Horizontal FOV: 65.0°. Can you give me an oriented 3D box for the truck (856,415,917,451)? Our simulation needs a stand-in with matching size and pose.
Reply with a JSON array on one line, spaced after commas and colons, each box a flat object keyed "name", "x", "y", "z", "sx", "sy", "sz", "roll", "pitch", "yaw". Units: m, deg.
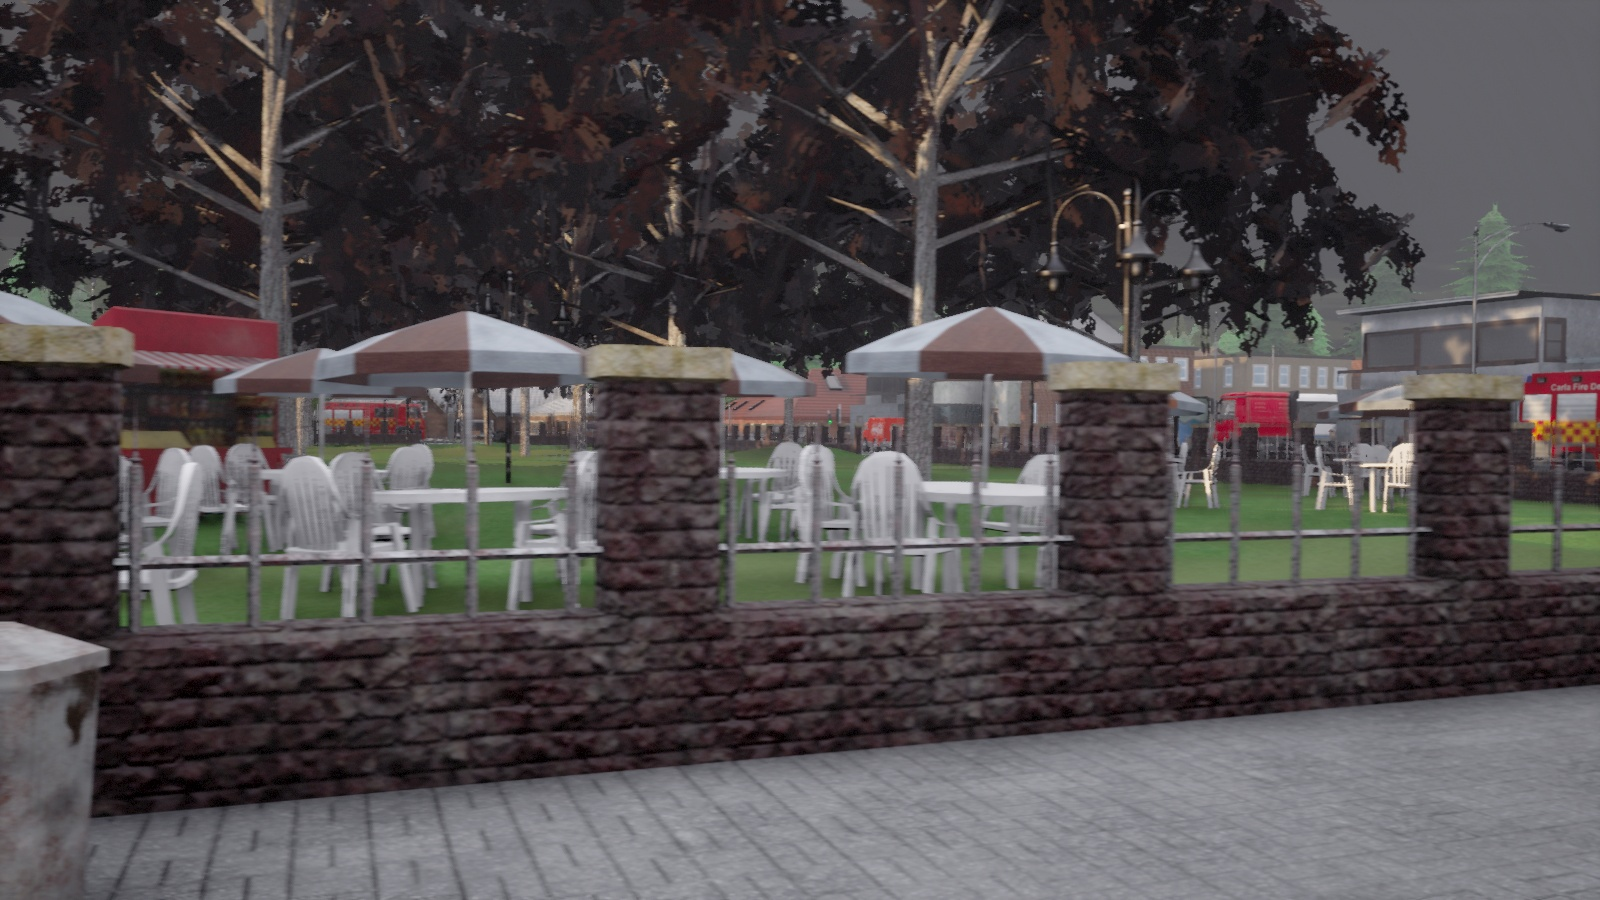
[{"name": "truck", "x": 6.098, "y": -1.212, "z": 89.510, "sx": 2.627, "sy": 2.467, "sz": 5.204, "roll": -1, "pitch": 1, "yaw": -17}]

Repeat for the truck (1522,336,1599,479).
[{"name": "truck", "x": 23.504, "y": -1.147, "z": 32.336, "sx": 2.891, "sy": 3.827, "sz": 8.468, "roll": -1, "pitch": 1, "yaw": -24}]

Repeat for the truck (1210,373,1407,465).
[{"name": "truck", "x": 20.611, "y": -1.245, "z": 51.544, "sx": 2.891, "sy": 3.462, "sz": 7.936, "roll": -1, "pitch": 1, "yaw": -20}]

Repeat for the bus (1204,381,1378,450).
[{"name": "bus", "x": 31.844, "y": -2.250, "z": 81.567, "sx": 10.273, "sy": 4.253, "sz": 3.944, "roll": -1, "pitch": 1, "yaw": -17}]

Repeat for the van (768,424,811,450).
[{"name": "van", "x": -0.814, "y": -1.017, "z": 96.702, "sx": 1.775, "sy": 1.987, "sz": 4.442, "roll": -1, "pitch": 1, "yaw": -22}]
